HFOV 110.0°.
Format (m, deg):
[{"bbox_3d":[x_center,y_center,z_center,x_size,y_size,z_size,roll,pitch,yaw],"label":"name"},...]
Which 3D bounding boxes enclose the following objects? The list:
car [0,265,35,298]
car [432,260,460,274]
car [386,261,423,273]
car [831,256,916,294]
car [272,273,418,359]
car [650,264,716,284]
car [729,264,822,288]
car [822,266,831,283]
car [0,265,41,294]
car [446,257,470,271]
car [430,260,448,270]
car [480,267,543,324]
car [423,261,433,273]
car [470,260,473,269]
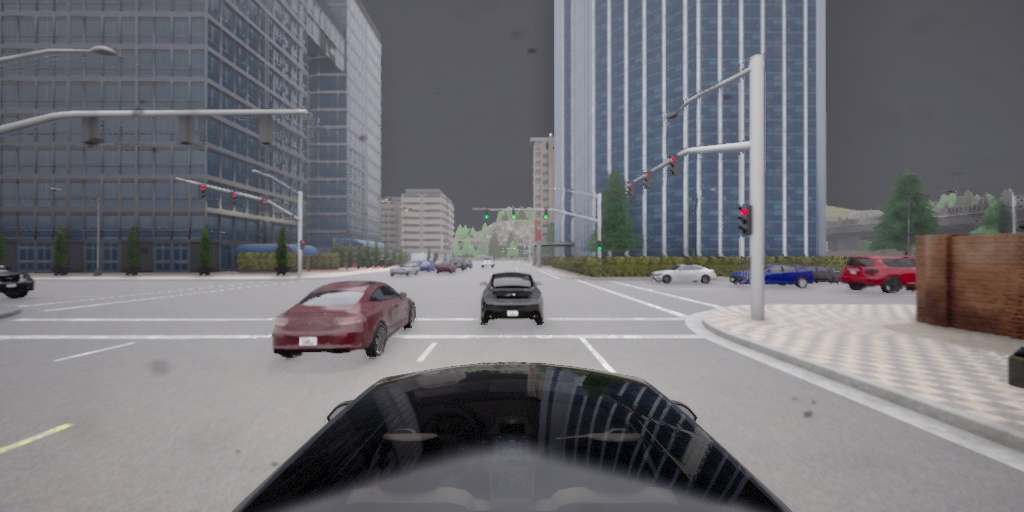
[{"bbox_3d":[-25.656,1.017,16.387,5.566,2.045,2.150,0,0,0],"label":"car"},{"bbox_3d":[-7.889,1.469,43.343,1.895,1.301,4.718,0,0,-1],"label":"car"},{"bbox_3d":[-11.374,1.455,38.139,1.895,1.301,4.718,0,0,1],"label":"car"},{"bbox_3d":[21.961,1.021,20.301,5.566,2.045,2.150,0,0,0],"label":"car"},{"bbox_3d":[-3.591,1.295,8.402,1.812,1.442,4.674,0,0,-3],"label":"car"},{"bbox_3d":[13.042,1.347,27.404,4.674,1.442,1.812,0,0,1],"label":"car"},{"bbox_3d":[17.222,1.289,23.958,5.008,1.535,1.882,0,0,0],"label":"car"},{"bbox_3d":[22.629,1.368,27.503,5.357,1.411,2.033,0,0,0],"label":"car"},{"bbox_3d":[-29.851,1.282,19.851,5.008,1.535,1.882,0,0,0],"label":"car"},{"bbox_3d":[-8.021,1.118,53.138,2.150,2.045,5.566,0,0,-1],"label":"car"},{"bbox_3d":[-11.565,1.385,57.161,1.882,1.535,5.008,0,0,0],"label":"car"},{"bbox_3d":[-0.029,1.286,12.107,1.837,1.490,4.892,0,0,-1],"label":"car"},{"bbox_3d":[-11.447,1.358,47.531,1.882,1.535,5.008,0,0,-1],"label":"car"},{"bbox_3d":[-8.108,1.276,63.072,2.097,1.767,4.553,0,0,-1],"label":"car"}]
